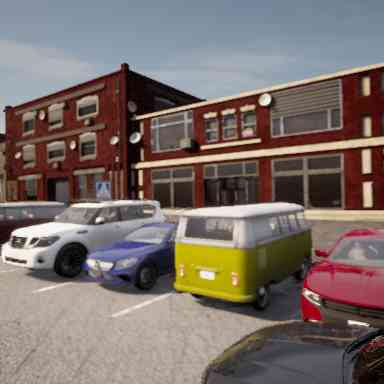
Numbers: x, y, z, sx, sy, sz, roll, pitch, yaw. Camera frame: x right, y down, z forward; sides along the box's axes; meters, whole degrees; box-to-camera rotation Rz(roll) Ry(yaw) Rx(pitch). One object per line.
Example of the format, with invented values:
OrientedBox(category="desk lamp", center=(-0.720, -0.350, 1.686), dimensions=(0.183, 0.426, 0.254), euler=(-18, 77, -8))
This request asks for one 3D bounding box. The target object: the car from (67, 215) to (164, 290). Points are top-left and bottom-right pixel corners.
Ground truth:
OrientedBox(category="car", center=(-0.867, 1.593, 9.576), dimensions=(2.002, 1.452, 4.674), euler=(-1, -1, 35))

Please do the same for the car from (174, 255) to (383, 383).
OrientedBox(category="car", center=(2.244, 1.495, 1.777), dimensions=(4.892, 1.490, 1.837), euler=(-1, 0, 35))

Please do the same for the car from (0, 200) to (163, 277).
OrientedBox(category="car", center=(-3.135, 1.339, 11.155), dimensions=(2.435, 2.045, 5.566), euler=(-1, -1, 35))

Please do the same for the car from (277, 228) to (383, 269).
OrientedBox(category="car", center=(3.621, 1.487, 6.379), dimensions=(2.097, 1.535, 5.008), euler=(-1, 0, 35))

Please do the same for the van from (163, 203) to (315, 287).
OrientedBox(category="van", center=(1.538, 1.291, 7.999), dimensions=(1.878, 1.987, 4.442), euler=(-1, -1, 36))
